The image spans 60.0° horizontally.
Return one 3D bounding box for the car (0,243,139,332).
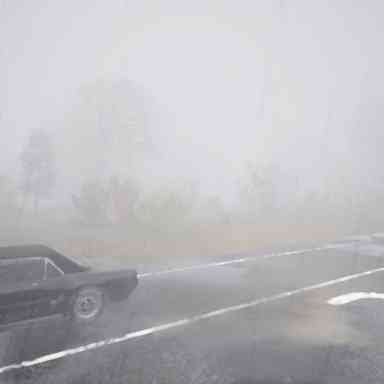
[{"bbox_3d":[-3.426,1.638,5.692,4.718,1.301,1.895,1,-1,-37],"label":"car"}]
